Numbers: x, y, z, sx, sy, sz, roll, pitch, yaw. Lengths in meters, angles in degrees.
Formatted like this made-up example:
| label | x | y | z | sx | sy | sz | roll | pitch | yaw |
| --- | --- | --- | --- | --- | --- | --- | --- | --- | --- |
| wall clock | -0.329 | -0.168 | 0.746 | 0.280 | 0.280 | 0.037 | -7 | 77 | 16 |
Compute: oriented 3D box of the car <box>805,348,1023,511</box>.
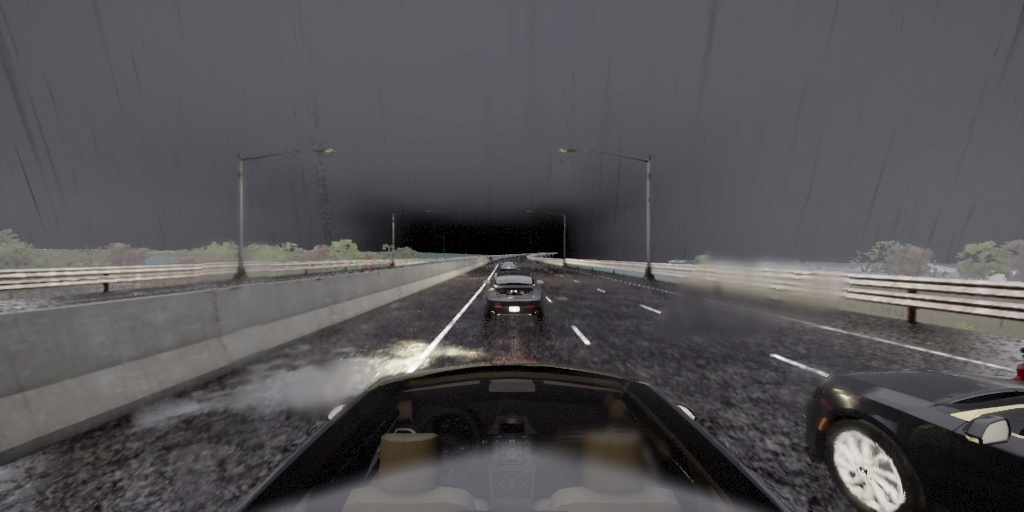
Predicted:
| label | x | y | z | sx | sy | sz | roll | pitch | yaw |
| --- | --- | --- | --- | --- | --- | --- | --- | --- | --- |
| car | 3.592 | 1.254 | 1.263 | 1.837 | 1.490 | 4.892 | 0 | 0 | 0 |

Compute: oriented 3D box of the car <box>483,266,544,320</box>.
| label | x | y | z | sx | sy | sz | roll | pitch | yaw |
| --- | --- | --- | --- | --- | --- | --- | --- | --- | --- |
| car | 0.053 | 1.253 | 12.558 | 1.837 | 1.490 | 4.892 | 0 | 0 | 0 |

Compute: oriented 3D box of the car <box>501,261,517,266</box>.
| label | x | y | z | sx | sy | sz | roll | pitch | yaw |
| --- | --- | --- | --- | --- | --- | --- | --- | --- | --- |
| car | -0.413 | 1.280 | 43.478 | 1.994 | 1.385 | 4.181 | 0 | 0 | -1 |

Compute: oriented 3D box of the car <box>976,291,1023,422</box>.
| label | x | y | z | sx | sy | sz | roll | pitch | yaw |
| --- | --- | --- | --- | --- | --- | --- | --- | --- | --- |
| car | 7.092 | 1.226 | 2.248 | 1.882 | 1.535 | 5.008 | 0 | 0 | 0 |
